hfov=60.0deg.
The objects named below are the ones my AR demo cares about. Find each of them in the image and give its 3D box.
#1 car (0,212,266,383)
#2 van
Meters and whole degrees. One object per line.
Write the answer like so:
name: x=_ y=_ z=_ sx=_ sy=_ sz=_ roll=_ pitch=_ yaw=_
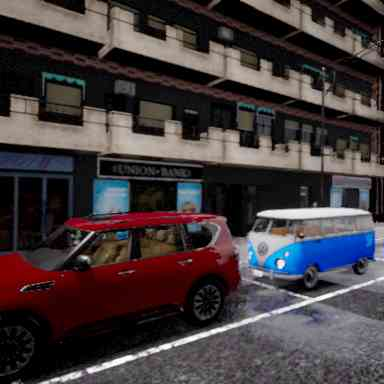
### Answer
car: x=-1.374 y=1.316 z=5.562 sx=5.009 sy=1.841 sz=2.192 roll=0 pitch=1 yaw=-35
van: x=3.234 y=1.343 z=8.850 sx=3.998 sy=1.788 sz=1.690 roll=0 pitch=1 yaw=-35
